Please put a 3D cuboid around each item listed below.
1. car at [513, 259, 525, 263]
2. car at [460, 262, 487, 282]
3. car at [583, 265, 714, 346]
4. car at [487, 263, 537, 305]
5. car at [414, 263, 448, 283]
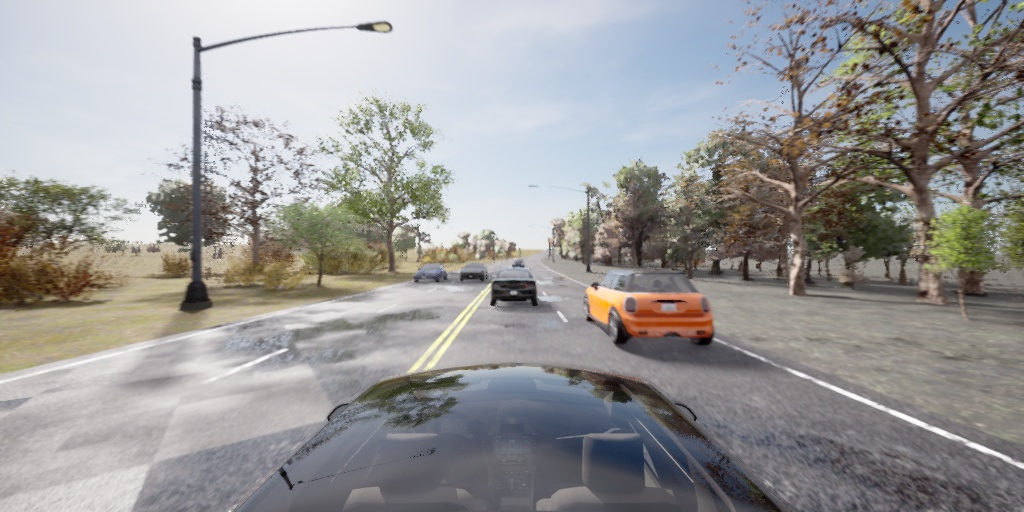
[{"bbox_3d":[0.905,1.361,51.521,1.895,1.301,4.718,0,-1,2],"label":"car"},{"bbox_3d":[-3.020,1.260,29.197,1.882,1.535,5.008,0,0,1],"label":"car"},{"bbox_3d":[3.275,1.099,9.573,2.097,1.767,4.553,0,-1,0],"label":"car"},{"bbox_3d":[0.094,1.253,16.184,1.882,1.535,5.008,0,0,1],"label":"car"},{"bbox_3d":[-6.296,1.307,28.239,1.812,1.442,4.674,0,0,2],"label":"car"}]
